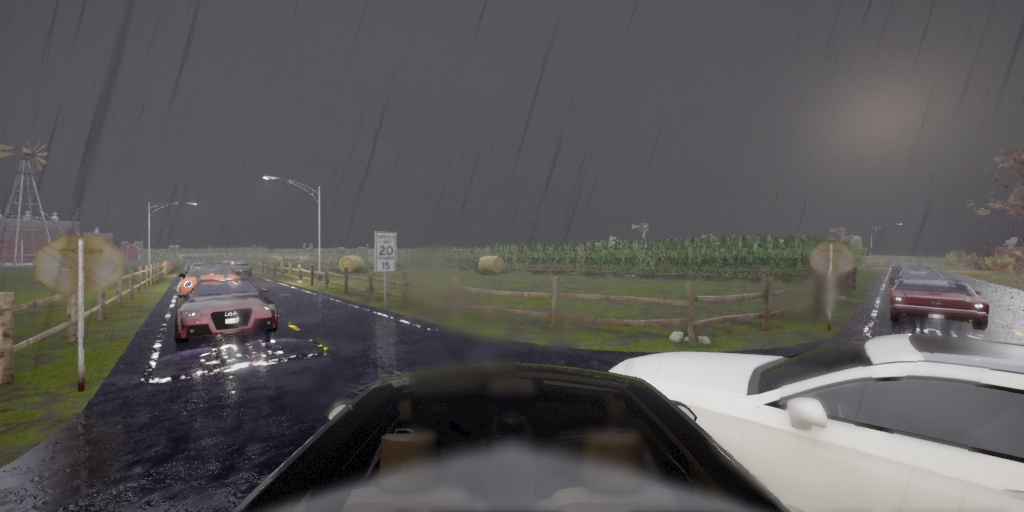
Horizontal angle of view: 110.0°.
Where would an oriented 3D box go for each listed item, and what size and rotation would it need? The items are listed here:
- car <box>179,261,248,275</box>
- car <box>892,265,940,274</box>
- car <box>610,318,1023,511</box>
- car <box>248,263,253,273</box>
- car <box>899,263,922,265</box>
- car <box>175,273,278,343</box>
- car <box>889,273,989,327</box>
[{"bbox_3d":[-13.772,1.140,16.432,2.097,1.767,4.553,0,0,-42],"label":"car"},{"bbox_3d":[20.535,1.365,18.103,5.357,1.411,2.033,0,1,-43],"label":"car"},{"bbox_3d":[2.831,1.294,2.418,1.812,1.442,4.674,0,1,-44],"label":"car"},{"bbox_3d":[-27.102,1.284,35.616,2.128,1.511,4.902,0,0,-42],"label":"car"},{"bbox_3d":[27.268,1.403,24.381,4.181,1.385,1.994,0,1,-43],"label":"car"},{"bbox_3d":[-7.974,1.355,9.968,1.994,1.385,4.181,0,0,-43],"label":"car"},{"bbox_3d":[13.479,1.399,11.516,4.718,1.301,1.895,0,1,-43],"label":"car"}]
